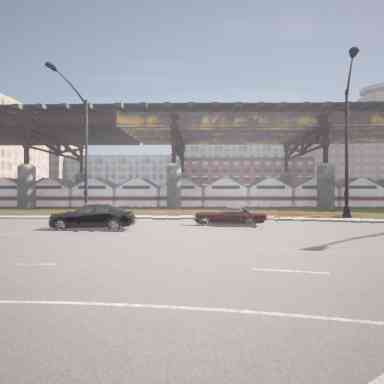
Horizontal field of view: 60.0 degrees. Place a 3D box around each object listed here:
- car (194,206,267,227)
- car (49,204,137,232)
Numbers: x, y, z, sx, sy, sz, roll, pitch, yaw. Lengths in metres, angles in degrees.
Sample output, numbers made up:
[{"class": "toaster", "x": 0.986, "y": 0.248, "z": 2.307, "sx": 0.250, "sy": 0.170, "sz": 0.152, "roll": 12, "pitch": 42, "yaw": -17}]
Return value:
[{"class": "car", "x": 2.502, "y": 1.600, "z": 22.113, "sx": 4.718, "sy": 1.301, "sz": 1.895, "roll": 0, "pitch": 0, "yaw": 8}, {"class": "car", "x": -5.815, "y": 1.477, "z": 19.636, "sx": 5.008, "sy": 1.535, "sz": 1.882, "roll": 0, "pitch": -1, "yaw": 1}]
